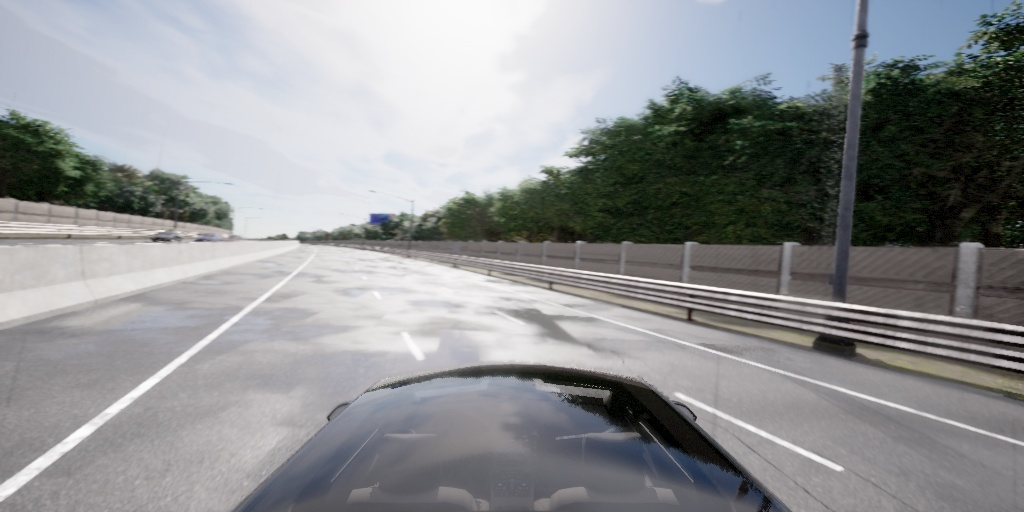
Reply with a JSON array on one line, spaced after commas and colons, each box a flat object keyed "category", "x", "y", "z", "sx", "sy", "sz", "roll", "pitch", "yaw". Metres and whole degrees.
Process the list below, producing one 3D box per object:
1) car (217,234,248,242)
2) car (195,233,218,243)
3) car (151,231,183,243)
[{"category": "car", "x": -34.559, "y": -1.846, "z": 44.844, "sx": 2.097, "sy": 1.767, "sz": 4.553, "roll": 4, "pitch": 0, "yaw": -27}, {"category": "car", "x": -39.614, "y": -2.255, "z": 46.964, "sx": 2.097, "sy": 1.767, "sz": 4.553, "roll": 4, "pitch": 0, "yaw": -28}, {"category": "car", "x": -41.751, "y": -2.268, "z": 43.533, "sx": 1.837, "sy": 1.490, "sz": 4.892, "roll": 5, "pitch": 0, "yaw": -27}]
